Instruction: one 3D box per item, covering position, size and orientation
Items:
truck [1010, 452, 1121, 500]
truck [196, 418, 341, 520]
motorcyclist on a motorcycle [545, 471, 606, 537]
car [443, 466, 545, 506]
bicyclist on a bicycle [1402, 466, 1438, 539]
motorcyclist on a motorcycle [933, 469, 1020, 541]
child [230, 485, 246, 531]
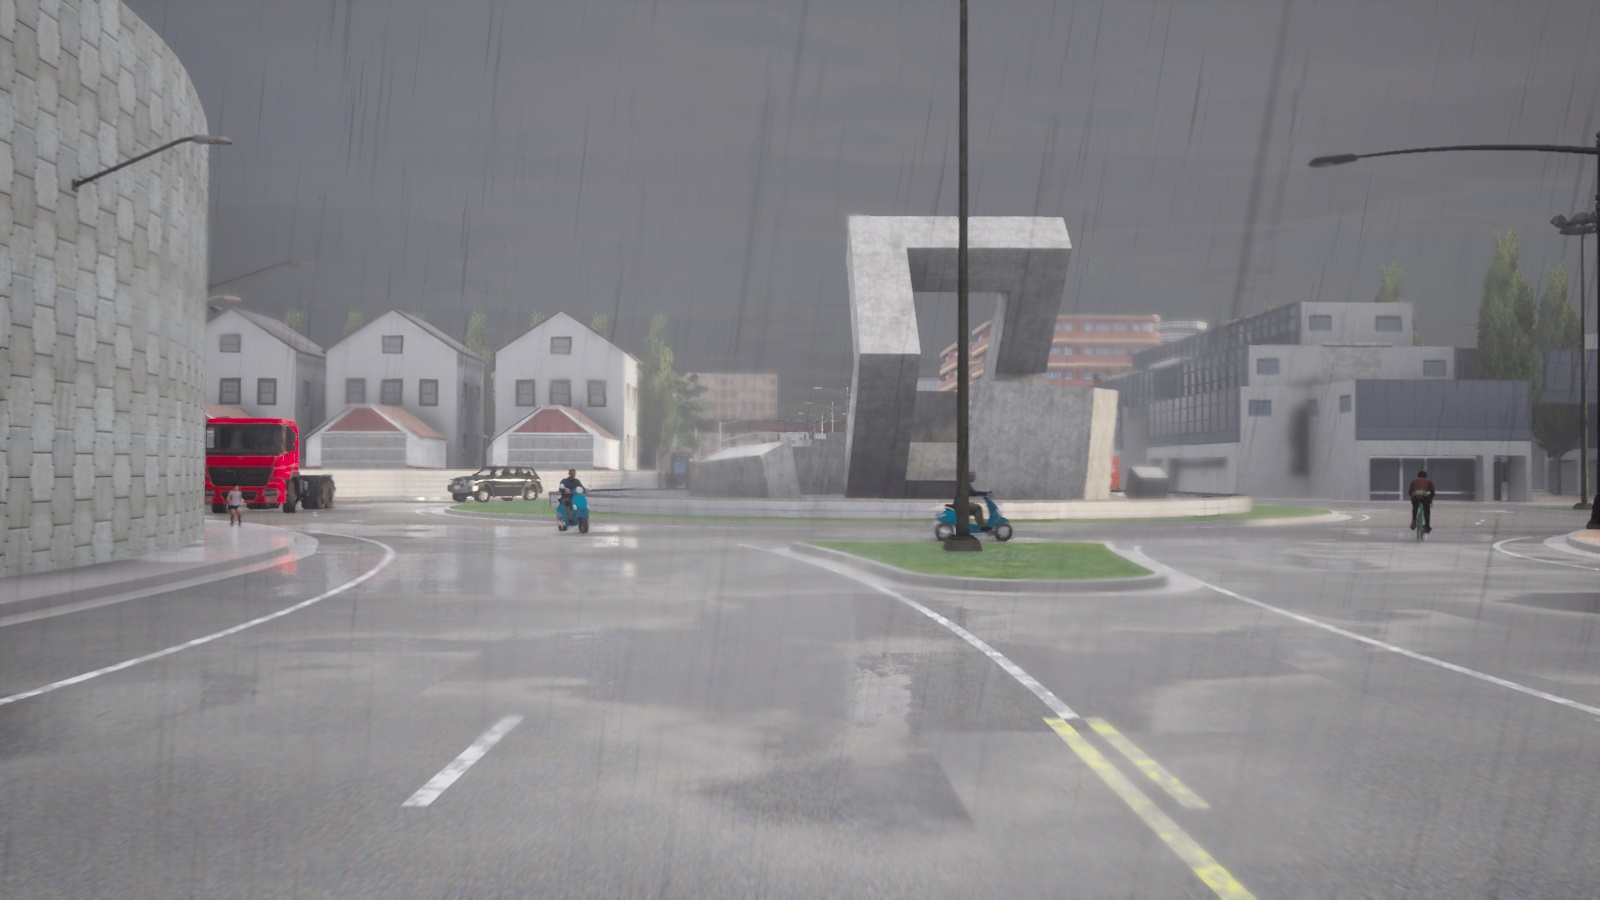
[{"bbox_3d":[14.316,1.405,67.772,5.204,2.467,2.627,-1,-2,38],"label":"truck"},{"bbox_3d":[-19.580,0.695,46.833,2.891,3.462,7.936,0,-1,-7],"label":"truck"},{"bbox_3d":[-5.583,1.312,31.162,0.866,1.590,1.817,0,-1,-33],"label":"motorcyclist on a motorcycle"},{"bbox_3d":[-14.638,1.699,60.277,1.932,1.855,4.605,-1,-1,37],"label":"car"},{"bbox_3d":[14.271,1.194,28.883,0.582,1.620,1.656,0,-1,32],"label":"bicyclist on a bicycle"},{"bbox_3d":[3.940,1.223,28.119,1.817,1.590,0.866,0,-2,0],"label":"motorcyclist on a motorcycle"},{"bbox_3d":[-13.819,1.422,30.866,0.255,1.110,0.394,1,-1,-41],"label":"child"}]
